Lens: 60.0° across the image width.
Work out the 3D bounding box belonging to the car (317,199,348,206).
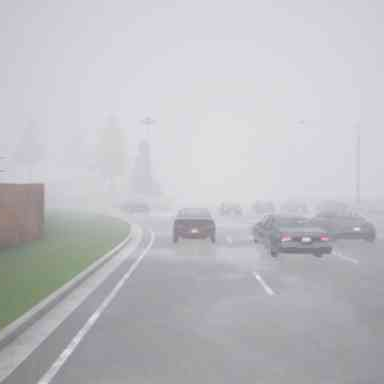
[{"bbox_3d":[14.104,1.503,33.782,1.837,1.490,4.892,0,0,0],"label":"car"}]

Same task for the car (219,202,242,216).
[{"bbox_3d":[3.604,1.598,32.179,1.895,1.301,4.718,0,0,0],"label":"car"}]

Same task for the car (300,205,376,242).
[{"bbox_3d":[7.102,1.563,16.311,1.994,1.385,4.181,0,0,0],"label":"car"}]

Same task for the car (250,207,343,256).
[{"bbox_3d":[3.602,1.547,12.993,2.033,1.411,5.357,0,0,0],"label":"car"}]

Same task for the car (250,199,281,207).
[{"bbox_3d":[7.104,1.489,33.720,2.128,1.511,4.902,0,0,0],"label":"car"}]

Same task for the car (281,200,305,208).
[{"bbox_3d":[10.590,1.523,34.779,1.812,1.442,4.674,0,0,0],"label":"car"}]

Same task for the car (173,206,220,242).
[{"bbox_3d":[0.102,1.476,16.329,1.882,1.535,5.008,0,0,0],"label":"car"}]

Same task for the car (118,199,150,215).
[{"bbox_3d":[-6.033,1.475,34.210,1.882,1.535,5.008,0,0,-31],"label":"car"}]
